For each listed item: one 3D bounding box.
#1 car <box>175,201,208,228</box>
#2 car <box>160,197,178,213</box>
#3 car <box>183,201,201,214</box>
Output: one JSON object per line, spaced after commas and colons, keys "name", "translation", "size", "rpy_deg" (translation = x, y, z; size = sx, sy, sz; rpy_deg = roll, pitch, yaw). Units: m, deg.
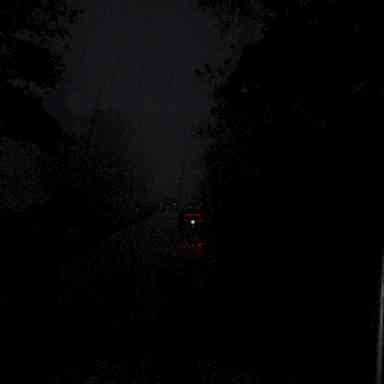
{"name": "car", "translation": [0.047, 1.597, 22.885], "size": [1.837, 1.490, 4.892], "rpy_deg": [0, 0, 0]}
{"name": "car", "translation": [-3.008, 1.628, 43.945], "size": [2.150, 2.045, 5.566], "rpy_deg": [0, -1, 0]}
{"name": "car", "translation": [-0.050, 1.846, 41.259], "size": [2.128, 1.511, 4.902], "rpy_deg": [0, -1, 0]}
